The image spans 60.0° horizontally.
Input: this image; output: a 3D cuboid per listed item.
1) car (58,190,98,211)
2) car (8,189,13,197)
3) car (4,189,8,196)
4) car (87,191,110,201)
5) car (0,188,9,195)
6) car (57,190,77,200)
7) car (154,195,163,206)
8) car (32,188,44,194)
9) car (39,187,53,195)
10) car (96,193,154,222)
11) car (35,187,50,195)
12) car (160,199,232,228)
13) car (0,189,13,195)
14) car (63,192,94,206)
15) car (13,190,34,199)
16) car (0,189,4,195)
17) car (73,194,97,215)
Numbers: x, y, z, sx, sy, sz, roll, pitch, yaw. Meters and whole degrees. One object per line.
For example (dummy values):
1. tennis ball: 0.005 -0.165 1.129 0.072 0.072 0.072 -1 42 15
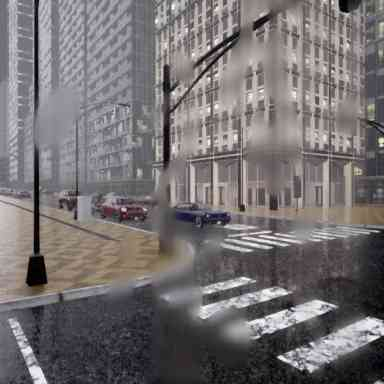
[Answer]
1. car: -11.068 0.729 31.311 2.192 1.841 5.009 1 0 -36
2. car: -30.529 0.321 58.515 2.008 1.369 4.403 1 0 -36
3. car: -33.772 0.208 63.049 1.887 1.381 4.507 1 0 -36
4. car: -14.026 0.643 49.845 1.947 1.339 4.313 1 0 -36
5. car: -43.500 -0.113 76.651 1.887 1.381 4.507 1 0 -36
6. car: -20.570 0.412 54.519 1.882 1.535 5.008 0 1 -36
7. car: -4.295 0.982 36.237 1.802 1.307 4.206 1 0 -36
8. car: -39.976 -0.213 86.130 1.947 1.339 4.313 1 0 -36
9. car: -33.488 -0.020 77.058 1.887 1.381 4.507 1 0 -36
10. car: -4.586 1.068 22.243 1.967 1.590 4.097 1 0 -36
11. car: -36.726 -0.357 81.593 2.192 1.841 5.009 1 0 -36
12. car: 0.218 1.315 19.931 1.895 1.301 4.718 0 1 -35
13. car: -40.258 0.015 72.117 1.947 1.339 4.313 1 0 -36
14. car: -13.362 0.811 38.958 2.033 1.411 5.357 0 1 -35
15. car: -27.287 0.422 53.981 1.887 1.381 4.507 1 0 -36
16. car: -37.015 0.107 67.583 2.008 1.369 4.403 1 0 -36
17. car: -7.833 1.103 26.778 1.802 1.307 4.206 1 0 -36
